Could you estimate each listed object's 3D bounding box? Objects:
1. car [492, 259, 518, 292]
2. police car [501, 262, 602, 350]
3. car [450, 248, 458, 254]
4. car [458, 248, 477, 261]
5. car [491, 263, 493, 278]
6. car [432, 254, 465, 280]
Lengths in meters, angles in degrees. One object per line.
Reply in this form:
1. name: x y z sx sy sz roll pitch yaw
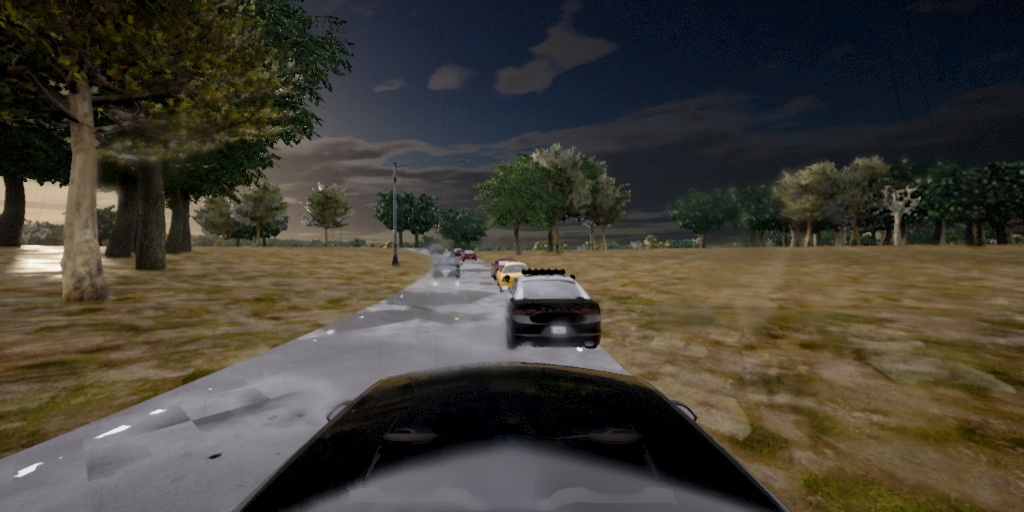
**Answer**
1. car: 0.120 0.990 19.308 1.801 1.575 5.366 -2 2 -5
2. police car: 0.776 1.132 9.145 1.930 1.638 5.238 0 1 -2
3. car: -9.662 -0.662 63.366 1.837 1.490 4.892 0 3 -19
4. car: -6.216 -0.111 51.196 1.882 1.535 5.008 0 3 -14
5. car: -0.464 0.894 25.166 1.812 1.442 4.674 -1 1 -7
6. car: -4.700 0.873 26.276 2.128 1.511 4.902 0 2 -7
